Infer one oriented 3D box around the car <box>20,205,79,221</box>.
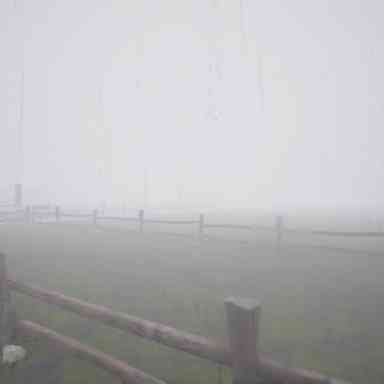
[{"bbox_3d":[-12.578,1.799,29.728,1.895,1.301,4.718,-1,-1,35],"label":"car"}]
